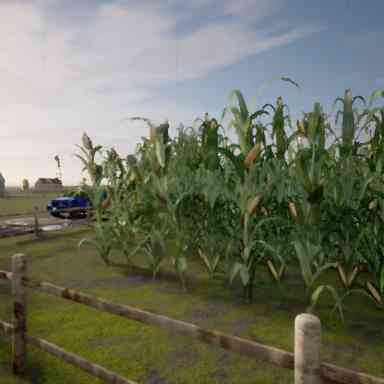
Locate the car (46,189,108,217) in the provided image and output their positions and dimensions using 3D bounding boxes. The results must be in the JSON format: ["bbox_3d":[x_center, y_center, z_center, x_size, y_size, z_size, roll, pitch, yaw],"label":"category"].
[{"bbox_3d":[-8.919,0.804,26.597,2.150,2.045,5.566,1,2,22],"label":"car"}]
